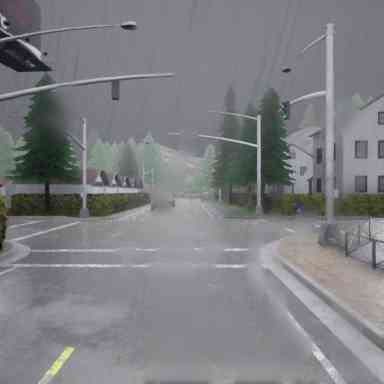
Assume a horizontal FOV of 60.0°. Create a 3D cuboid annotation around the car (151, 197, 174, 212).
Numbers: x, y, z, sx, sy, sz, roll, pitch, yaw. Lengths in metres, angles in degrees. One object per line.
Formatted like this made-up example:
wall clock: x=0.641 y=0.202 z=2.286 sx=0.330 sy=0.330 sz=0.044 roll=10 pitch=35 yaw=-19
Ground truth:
car: x=-3.568 y=1.547 z=38.440 sx=2.033 sy=1.411 sz=5.357 roll=0 pitch=0 yaw=0
